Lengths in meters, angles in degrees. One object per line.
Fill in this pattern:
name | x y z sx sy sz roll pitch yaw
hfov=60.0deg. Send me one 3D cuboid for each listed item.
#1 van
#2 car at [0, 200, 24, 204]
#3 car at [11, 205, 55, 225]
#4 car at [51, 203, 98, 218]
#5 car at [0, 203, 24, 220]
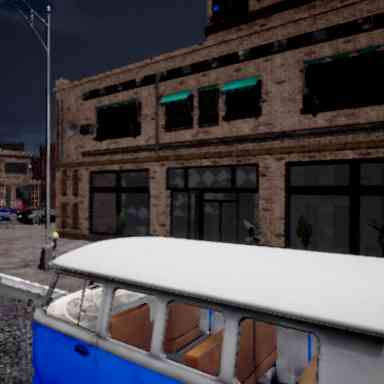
van | 0.350 1.352 2.607 3.998 1.788 1.690 -1 1 36
car | -19.546 1.753 33.825 2.192 1.841 5.009 0 -1 36
car | -12.788 2.054 28.868 1.947 1.339 4.313 0 -1 36
car | -13.297 2.024 37.958 1.837 1.490 4.892 0 0 36
car | -18.452 2.001 30.943 1.994 1.385 4.181 0 0 36
